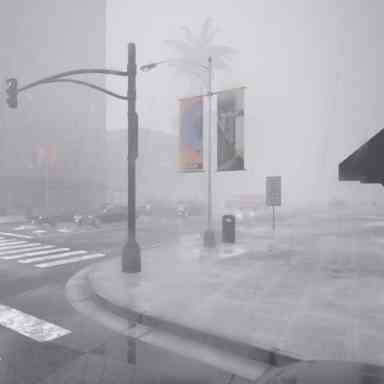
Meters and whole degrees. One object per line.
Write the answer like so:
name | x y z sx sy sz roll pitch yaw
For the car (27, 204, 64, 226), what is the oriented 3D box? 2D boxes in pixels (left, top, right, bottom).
car | -8.825 1.563 23.795 2.033 1.411 5.357 0 0 35

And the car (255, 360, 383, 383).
car | 2.147 1.551 1.315 4.403 1.369 2.008 0 0 36

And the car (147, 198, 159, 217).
car | -3.442 1.384 31.411 2.097 1.767 4.553 0 0 35

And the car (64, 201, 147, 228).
car | -5.708 1.512 22.566 2.128 1.511 4.902 0 0 35

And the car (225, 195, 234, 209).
car | 6.667 1.292 45.689 2.150 2.045 5.566 0 0 36

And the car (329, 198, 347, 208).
car | 22.208 1.607 50.507 2.128 1.511 4.902 0 0 35

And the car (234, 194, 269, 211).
car | 7.927 1.283 41.861 2.150 2.045 5.566 0 1 35

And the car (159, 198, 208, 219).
car | -0.503 1.388 29.941 2.097 1.767 4.553 0 0 35
